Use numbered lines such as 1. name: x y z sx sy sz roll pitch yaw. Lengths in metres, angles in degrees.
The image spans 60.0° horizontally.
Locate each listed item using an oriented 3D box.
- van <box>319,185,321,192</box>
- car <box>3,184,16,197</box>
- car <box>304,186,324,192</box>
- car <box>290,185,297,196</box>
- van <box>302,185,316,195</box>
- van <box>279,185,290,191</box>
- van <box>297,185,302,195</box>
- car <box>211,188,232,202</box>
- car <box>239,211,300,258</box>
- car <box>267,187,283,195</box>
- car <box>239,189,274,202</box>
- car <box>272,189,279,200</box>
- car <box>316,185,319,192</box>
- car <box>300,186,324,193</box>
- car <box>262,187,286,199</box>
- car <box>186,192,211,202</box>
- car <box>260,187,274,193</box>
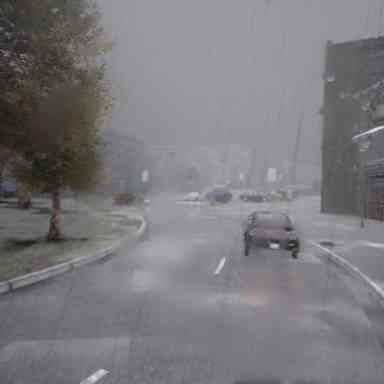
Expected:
1. van: 28.760 -0.819 82.466 4.442 1.987 1.878 1 3 12
2. car: -25.687 -0.341 42.905 5.566 2.045 2.150 4 -2 -3
3. car: 32.103 -0.777 87.641 4.792 1.488 2.163 1 3 12
4. car: 16.057 0.024 61.724 5.566 2.045 2.435 1 3 12
5. van: 25.792 -0.598 77.247 4.442 1.987 1.878 1 3 12
6. van: 14.602 0.161 59.114 4.442 1.987 1.878 1 3 12
7. van: 19.167 -0.169 66.925 4.442 1.987 1.878 1 3 12
8. car: 4.309 0.422 51.851 2.150 2.045 5.566 2 3 31
9. car: 2.909 1.489 12.976 2.128 1.511 4.902 3 1 6
10. car: 18.911 -0.288 75.848 2.128 1.511 4.902 2 3 32
11. car: 9.682 0.710 51.383 4.892 1.521 2.231 1 3 12
12. car: 11.287 0.641 53.967 4.674 1.452 2.002 1 3 12
13. car: 27.245 -0.609 79.871 4.553 1.767 2.185 1 3 12
14. car: 30.656 -0.699 85.015 5.366 1.575 1.946 1 3 12
15. car: 12.703 0.485 56.592 5.366 1.575 1.946 1 3 12
16. car: 0.692 0.715 51.918 1.812 1.442 4.674 1 3 29
17. car: 18.332 -0.478 81.097 1.994 1.385 4.181 2 3 32
